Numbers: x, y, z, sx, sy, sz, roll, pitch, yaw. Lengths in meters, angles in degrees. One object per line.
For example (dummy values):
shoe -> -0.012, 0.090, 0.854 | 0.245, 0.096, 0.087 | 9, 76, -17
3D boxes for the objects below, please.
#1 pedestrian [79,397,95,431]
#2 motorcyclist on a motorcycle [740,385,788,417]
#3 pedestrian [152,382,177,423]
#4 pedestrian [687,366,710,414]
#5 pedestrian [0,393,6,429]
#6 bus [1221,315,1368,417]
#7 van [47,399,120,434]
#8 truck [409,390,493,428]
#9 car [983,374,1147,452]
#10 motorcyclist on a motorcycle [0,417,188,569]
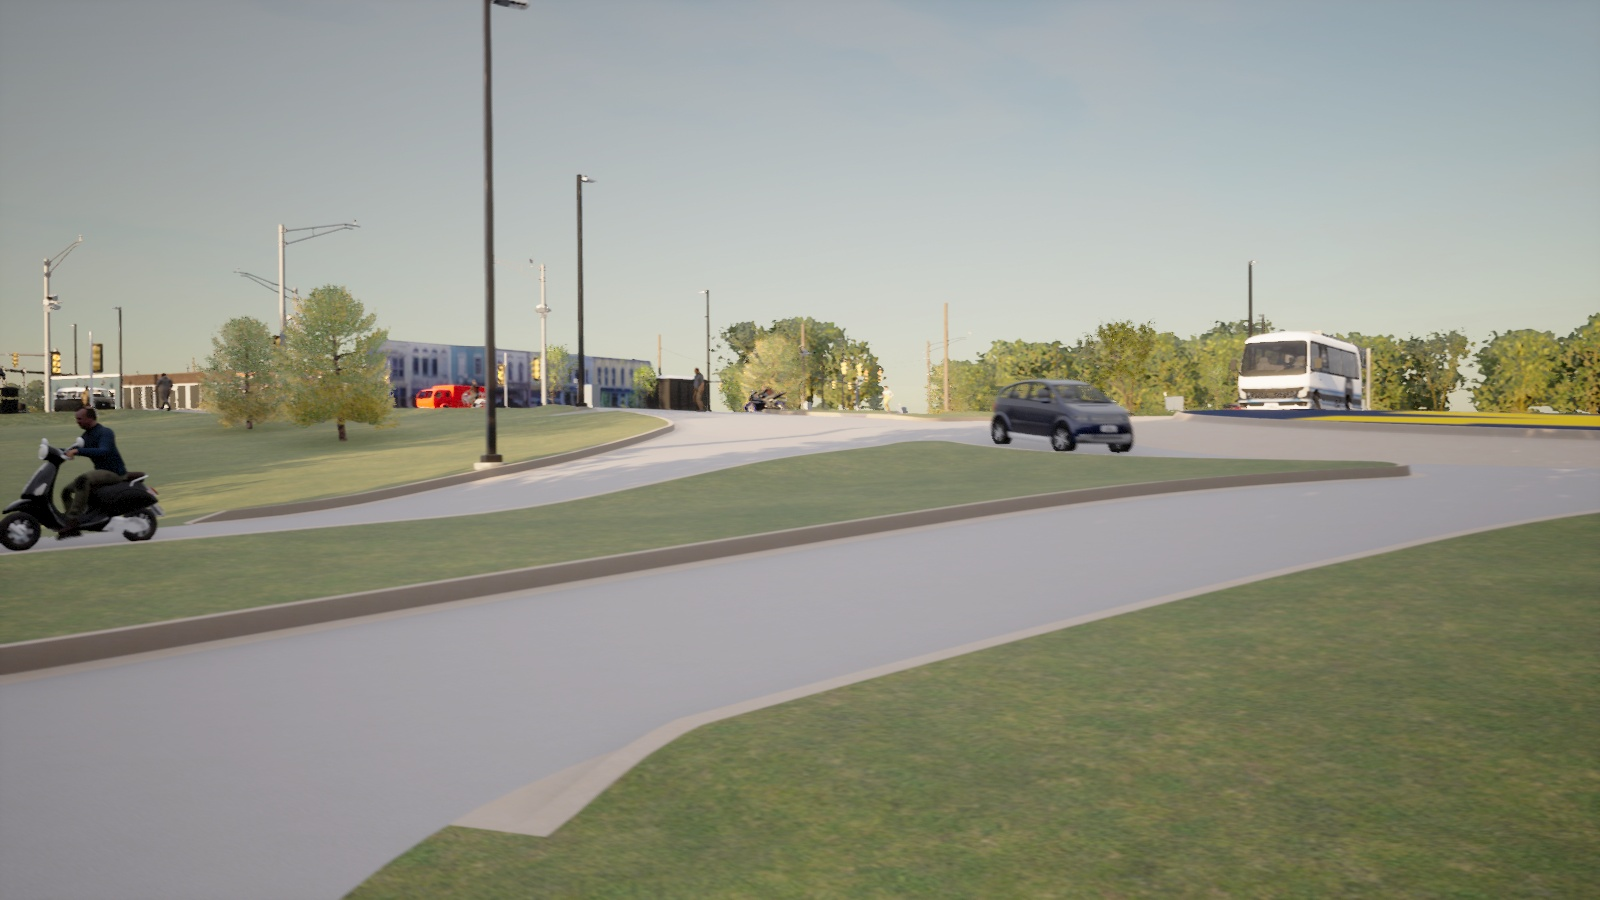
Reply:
pedestrian -> -40.814, -2.083, 71.890 | 0.396, 1.930, 0.692 | -2, 0, 39
motorcyclist on a motorcycle -> -1.804, -2.441, 63.085 | 2.191, 1.530, 0.866 | -1, 0, 17
pedestrian -> -30.623, -2.284, 60.526 | 0.873, 1.952, 0.659 | -2, 0, 32
pedestrian -> -3.984, -2.331, 49.123 | 0.694, 1.848, 0.540 | -2, 0, -29
pedestrian -> -42.697, -2.044, 66.325 | 0.900, 1.855, 0.874 | -2, 0, 18
bus -> 24.340, -3.900, 61.355 | 3.944, 4.253, 10.273 | -1, 0, 37
van -> -44.692, -2.086, 78.349 | 4.480, 2.038, 2.069 | -1, 0, 32
truck -> -24.377, -2.834, 87.861 | 2.627, 2.467, 5.204 | -2, 0, 32
car -> 5.852, -0.889, 28.181 | 1.789, 1.549, 3.705 | -2, 5, -22
motorcyclist on a motorcycle -> -8.026, 0.448, 14.145 | 0.866, 1.590, 1.817 | -1, 0, 33
